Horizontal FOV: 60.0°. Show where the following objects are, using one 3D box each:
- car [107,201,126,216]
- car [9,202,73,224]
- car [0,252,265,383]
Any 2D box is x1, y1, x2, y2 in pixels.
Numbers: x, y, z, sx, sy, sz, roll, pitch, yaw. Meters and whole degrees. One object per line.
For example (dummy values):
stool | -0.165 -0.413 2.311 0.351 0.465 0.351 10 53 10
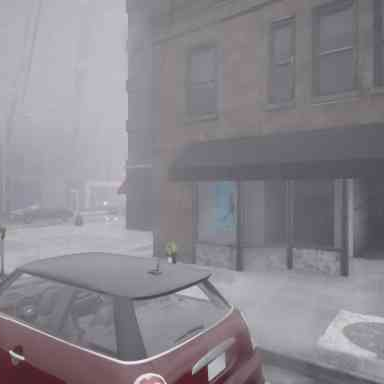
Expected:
car | -6.225 1.555 32.622 1.994 1.385 4.181 0 0 35
car | -11.349 1.515 25.345 1.812 1.442 4.674 0 0 37
car | -1.376 1.440 3.830 4.097 1.590 1.967 0 0 36
